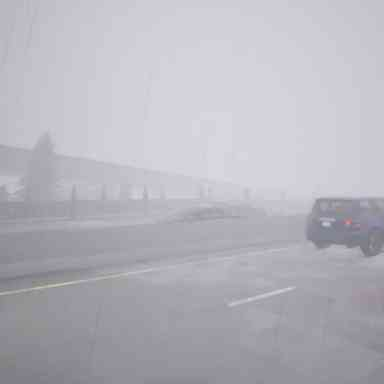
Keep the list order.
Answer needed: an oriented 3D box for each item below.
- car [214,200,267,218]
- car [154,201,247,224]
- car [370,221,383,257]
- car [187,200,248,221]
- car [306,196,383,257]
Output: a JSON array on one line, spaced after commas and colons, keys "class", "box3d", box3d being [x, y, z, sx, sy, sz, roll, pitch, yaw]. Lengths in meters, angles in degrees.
[{"class": "car", "box3d": [2.904, 1.474, 23.266, 5.357, 1.411, 2.033, 0, 0, -35]}, {"class": "car", "box3d": [0.295, 1.458, 17.106, 4.892, 1.490, 1.837, -1, 0, -36]}, {"class": "car", "box3d": [7.212, 1.494, 8.904, 5.357, 1.411, 2.033, 0, 0, -36]}, {"class": "car", "box3d": [2.106, 1.423, 26.989, 4.892, 1.490, 1.837, 0, 0, -35]}, {"class": "car", "box3d": [6.756, 1.161, 12.880, 5.566, 2.045, 2.150, -1, 0, -36]}]
